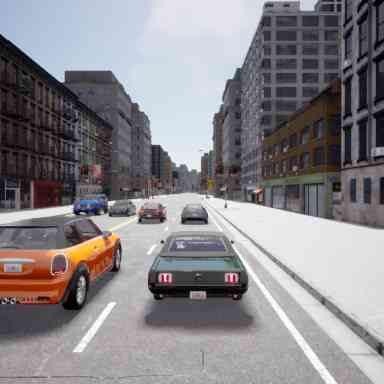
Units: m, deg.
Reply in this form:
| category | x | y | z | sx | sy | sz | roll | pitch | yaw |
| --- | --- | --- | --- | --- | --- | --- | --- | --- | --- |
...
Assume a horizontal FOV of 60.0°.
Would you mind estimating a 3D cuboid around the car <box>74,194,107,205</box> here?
| category | x | y | z | sx | sy | sz | roll | pitch | yaw |
| --- | --- | --- | --- | --- | --- | --- | --- | --- | --- |
| car | -9.722 | 1.230 | 32.492 | 2.150 | 2.045 | 5.566 | 0 | 0 | 0 |

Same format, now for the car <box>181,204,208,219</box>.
| category | x | y | z | sx | sy | sz | roll | pitch | yaw |
| --- | --- | --- | --- | --- | --- | --- | --- | --- | --- |
| car | 0.199 | 1.570 | 25.278 | 1.994 | 1.385 | 4.181 | 0 | 0 | 0 |

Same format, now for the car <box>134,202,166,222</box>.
| category | x | y | z | sx | sy | sz | roll | pitch | yaw |
| --- | --- | --- | --- | --- | --- | --- | --- | --- | --- |
| car | -3.048 | 1.532 | 26.025 | 1.812 | 1.442 | 4.674 | 0 | 0 | 0 |

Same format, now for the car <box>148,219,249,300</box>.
| category | x | y | z | sx | sy | sz | roll | pitch | yaw |
| --- | --- | --- | --- | --- | --- | --- | --- | --- | --- |
| car | 0.132 | 1.601 | 8.316 | 1.895 | 1.301 | 4.718 | 0 | 0 | 0 |

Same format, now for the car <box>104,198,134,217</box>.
| category | x | y | z | sx | sy | sz | roll | pitch | yaw |
| --- | --- | --- | --- | --- | --- | --- | --- | --- | --- |
| car | -6.477 | 1.513 | 31.187 | 1.837 | 1.490 | 4.892 | 0 | 0 | 0 |

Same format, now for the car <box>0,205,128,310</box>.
| category | x | y | z | sx | sy | sz | roll | pitch | yaw |
| --- | --- | --- | --- | --- | --- | --- | --- | --- | --- |
| car | -3.122 | 1.352 | 7.976 | 2.097 | 1.767 | 4.553 | 0 | 0 | 1 |
